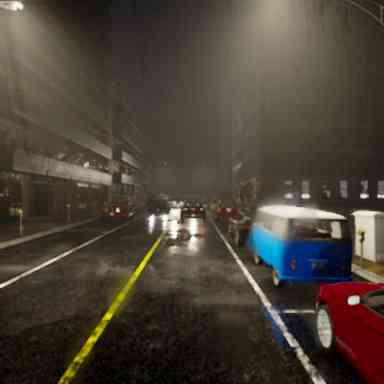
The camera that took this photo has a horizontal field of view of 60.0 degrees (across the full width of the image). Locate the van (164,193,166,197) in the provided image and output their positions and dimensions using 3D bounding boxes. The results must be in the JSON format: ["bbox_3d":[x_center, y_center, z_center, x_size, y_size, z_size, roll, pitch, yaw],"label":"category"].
[{"bbox_3d":[-5.688,1.181,54.586,1.690,1.788,3.998,1,0,0],"label":"van"}]

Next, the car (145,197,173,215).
[{"bbox_3d":[-3.106,1.470,32.089,1.994,1.385,4.181,0,0,0],"label":"car"}]

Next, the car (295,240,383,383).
[{"bbox_3d":[2.671,1.535,3.184,1.887,1.381,4.507,1,0,0],"label":"car"}]

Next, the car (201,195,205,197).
[{"bbox_3d":[2.656,1.408,48.766,2.008,1.369,4.403,1,0,0],"label":"car"}]

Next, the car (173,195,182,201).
[{"bbox_3d":[-3.025,1.336,72.843,1.895,1.301,4.718,0,0,0],"label":"car"}]

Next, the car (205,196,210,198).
[{"bbox_3d":[2.660,1.415,37.540,1.752,1.417,4.829,1,0,0],"label":"car"}]

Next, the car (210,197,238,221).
[{"bbox_3d":[2.666,1.364,25.975,1.967,1.590,4.097,1,0,0],"label":"car"}]

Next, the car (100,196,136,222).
[{"bbox_3d":[-5.679,1.239,26.097,2.192,1.841,5.009,1,0,0],"label":"car"}]

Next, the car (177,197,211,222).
[{"bbox_3d":[0.091,1.416,25.282,2.128,1.511,4.902,0,0,0],"label":"car"}]

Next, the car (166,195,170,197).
[{"bbox_3d":[-5.690,1.138,60.283,2.192,1.841,5.009,1,0,0],"label":"car"}]

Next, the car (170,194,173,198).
[{"bbox_3d":[-5.698,1.317,71.509,1.752,1.417,4.829,1,0,0],"label":"car"}]

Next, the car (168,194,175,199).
[{"bbox_3d":[-5.706,1.255,94.300,1.752,1.417,4.829,1,0,0],"label":"car"}]

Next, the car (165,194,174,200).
[{"bbox_3d":[-5.702,1.305,83.074,1.887,1.381,4.507,1,0,0],"label":"car"}]

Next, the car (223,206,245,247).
[{"bbox_3d":[2.667,1.523,14.579,1.947,1.339,4.313,1,0,0],"label":"car"}]

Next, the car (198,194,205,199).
[{"bbox_3d":[2.641,1.275,94.348,1.887,1.381,4.507,1,0,0],"label":"car"}]

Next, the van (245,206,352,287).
[{"bbox_3d":[2.673,1.315,8.881,1.690,1.788,3.998,1,0,0],"label":"van"}]

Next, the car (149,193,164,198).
[{"bbox_3d":[-5.689,1.297,48.888,1.967,1.590,4.097,1,0,0],"label":"car"}]

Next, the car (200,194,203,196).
[{"bbox_3d":[2.654,1.385,54.464,1.887,1.381,4.507,1,0,0],"label":"car"}]
